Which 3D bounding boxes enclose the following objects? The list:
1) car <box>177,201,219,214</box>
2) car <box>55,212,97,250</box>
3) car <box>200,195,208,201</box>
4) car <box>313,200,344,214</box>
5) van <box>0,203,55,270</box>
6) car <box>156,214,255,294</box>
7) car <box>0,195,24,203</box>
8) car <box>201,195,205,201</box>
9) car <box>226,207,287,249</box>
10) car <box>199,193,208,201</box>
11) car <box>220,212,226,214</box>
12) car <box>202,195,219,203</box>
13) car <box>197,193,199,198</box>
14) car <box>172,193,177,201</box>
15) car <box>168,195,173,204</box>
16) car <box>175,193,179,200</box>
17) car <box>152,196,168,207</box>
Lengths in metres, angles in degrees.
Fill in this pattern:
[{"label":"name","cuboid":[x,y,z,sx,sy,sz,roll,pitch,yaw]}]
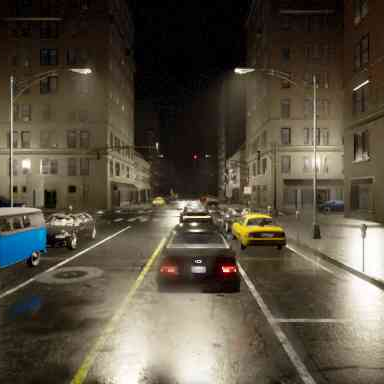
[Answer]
[{"label":"car","cuboid":[0.187,1.492,19.390,2.128,1.511,4.902,0,0,-2]},{"label":"car","cuboid":[-5.336,1.551,14.116,2.008,1.369,4.403,0,0,0]},{"label":"car","cuboid":[2.982,1.558,86.139,1.947,1.339,4.313,0,0,0]},{"label":"car","cuboid":[14.651,1.475,34.083,4.181,1.385,1.994,0,0,0]},{"label":"van","cuboid":[-5.359,1.341,8.710,1.690,1.788,3.998,0,0,0]},{"label":"car","cuboid":[0.133,1.547,8.943,2.033,1.411,5.357,0,0,0]},{"label":"car","cuboid":[-18.276,1.316,31.214,5.566,2.045,2.150,0,0,0]},{"label":"car","cuboid":[2.845,1.582,52.048,1.802,1.307,4.206,0,0,0]},{"label":"car","cuboid":[2.699,1.525,14.255,1.752,1.417,4.829,0,0,0]},{"label":"car","cuboid":[2.913,1.437,69.094,1.967,1.590,4.097,0,0,0]},{"label":"car","cuboid":[2.715,1.551,19.491,2.008,1.369,4.403,0,0,0]},{"label":"car","cuboid":[2.822,1.551,46.367,2.008,1.369,4.403,0,0,0]},{"label":"car","cuboid":[2.959,1.309,80.457,2.192,1.841,5.009,0,0,0]},{"label":"car","cuboid":[-5.089,1.546,74.804,2.008,1.369,4.403,0,0,0]},{"label":"car","cuboid":[-5.134,1.564,63.442,1.947,1.339,4.313,0,0,0]},{"label":"car","cuboid":[-5.043,1.432,86.166,1.967,1.590,4.097,0,0,0]},{"label":"car","cuboid":[-5.181,1.525,51.909,1.752,1.417,4.829,0,0,0]}]
